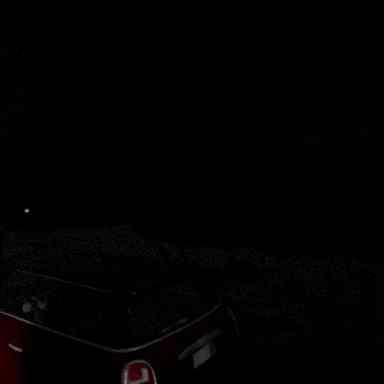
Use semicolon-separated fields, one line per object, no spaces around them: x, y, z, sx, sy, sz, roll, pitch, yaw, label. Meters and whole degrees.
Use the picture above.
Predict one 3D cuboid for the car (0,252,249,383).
-1.493;1.473;4.032;4.097;1.590;1.967;-1;-1;36;car
